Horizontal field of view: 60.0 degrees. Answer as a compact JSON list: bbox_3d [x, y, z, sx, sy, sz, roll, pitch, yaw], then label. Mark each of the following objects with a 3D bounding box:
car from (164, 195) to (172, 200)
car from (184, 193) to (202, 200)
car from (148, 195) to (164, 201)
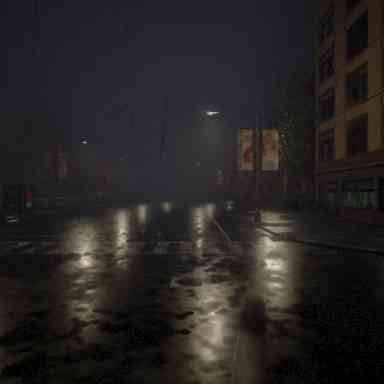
[{"bbox_3d":[-7.733,1.593,93.591,1.895,1.301,4.718,0,0,30],"label":"car"},{"bbox_3d":[0.847,1.222,95.249,2.150,2.045,5.566,0,0,30],"label":"car"},{"bbox_3d":[-9.898,1.518,88.285,2.002,1.452,4.674,0,0,20],"label":"car"}]
